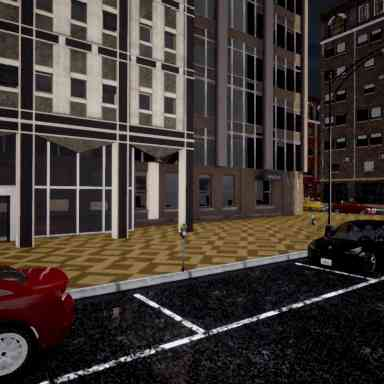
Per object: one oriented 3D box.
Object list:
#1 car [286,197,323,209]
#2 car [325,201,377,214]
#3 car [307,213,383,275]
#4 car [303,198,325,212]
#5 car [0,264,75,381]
[{"bbox_3d":[15.625,1.500,46.401,1.752,1.417,4.829,0,0,-36],"label":"car"},{"bbox_3d":[15.538,1.535,32.174,1.802,1.307,4.206,0,0,-36],"label":"car"},{"bbox_3d":[5.494,1.567,10.497,4.313,1.339,1.947,0,0,-36],"label":"car"},{"bbox_3d":[12.331,1.468,36.633,1.752,1.417,4.829,0,0,-36],"label":"car"},{"bbox_3d":[-3.756,1.545,3.874,4.507,1.381,1.887,0,0,-36],"label":"car"}]
